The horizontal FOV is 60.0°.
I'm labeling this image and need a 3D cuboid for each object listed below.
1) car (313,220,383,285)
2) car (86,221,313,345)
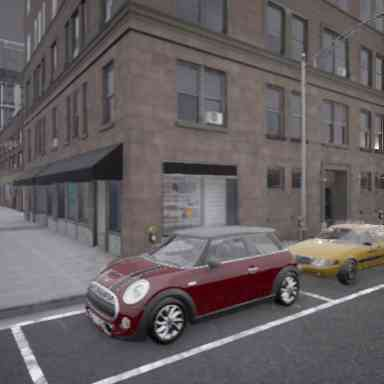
[{"bbox_3d":[4.489,1.500,9.417,4.829,1.417,1.752,0,0,-36],"label":"car"},{"bbox_3d":[0.142,1.429,6.301,4.097,1.590,1.967,0,0,-36],"label":"car"}]
